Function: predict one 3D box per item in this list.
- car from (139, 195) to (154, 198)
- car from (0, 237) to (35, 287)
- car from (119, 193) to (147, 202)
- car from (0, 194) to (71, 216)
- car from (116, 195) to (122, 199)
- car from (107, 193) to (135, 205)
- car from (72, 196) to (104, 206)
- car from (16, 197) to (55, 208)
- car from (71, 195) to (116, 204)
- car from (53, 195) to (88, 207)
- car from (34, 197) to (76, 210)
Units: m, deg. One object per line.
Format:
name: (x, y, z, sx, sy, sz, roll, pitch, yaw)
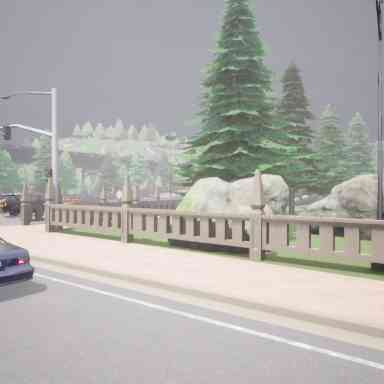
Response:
car: (-8.601, 1.290, 58.346, 2.128, 1.511, 4.902, 0, 2, 36)
car: (-6.069, 1.547, 8.293, 5.357, 1.411, 2.033, 0, 0, 36)
car: (-11.650, 1.131, 66.059, 2.033, 1.411, 5.357, 0, 3, 36)
car: (-14.766, 1.223, 31.443, 2.150, 2.045, 5.566, 0, 0, 36)
car: (-12.979, 1.334, 52.247, 2.097, 1.767, 4.553, 0, 1, 36)
car: (-12.560, 1.217, 58.840, 2.097, 1.767, 4.553, 0, 2, 36)
car: (-17.868, 1.456, 57.441, 2.128, 1.511, 4.902, 0, 1, 36)
car: (-23.355, 1.505, 49.795, 1.837, 1.490, 4.892, 0, 0, 36)
car: (-12.140, 1.352, 41.068, 2.097, 1.767, 4.553, 0, 0, 36)
car: (-18.465, 1.352, 50.602, 2.097, 1.767, 4.553, 0, 0, 35)
car: (-18.327, 1.477, 44.801, 1.882, 1.535, 5.008, 0, 0, 36)
